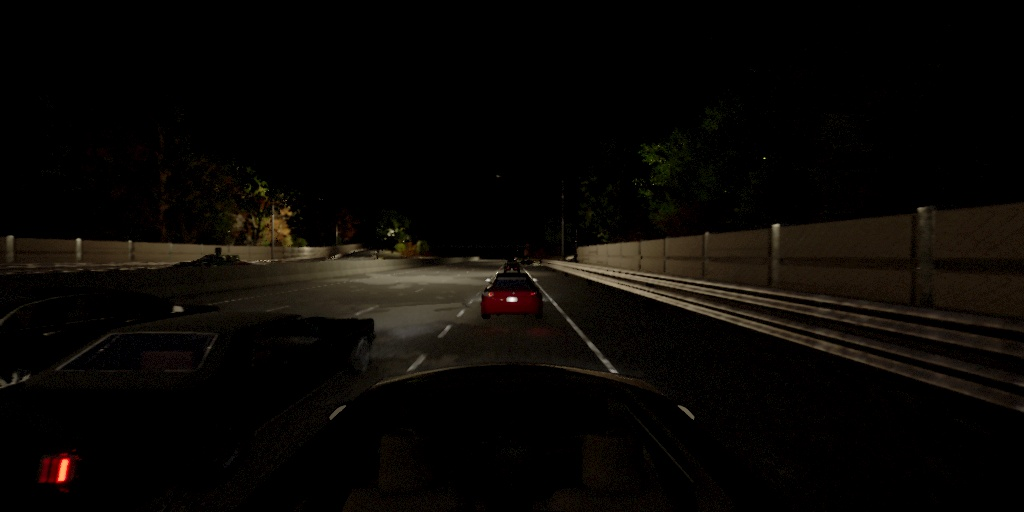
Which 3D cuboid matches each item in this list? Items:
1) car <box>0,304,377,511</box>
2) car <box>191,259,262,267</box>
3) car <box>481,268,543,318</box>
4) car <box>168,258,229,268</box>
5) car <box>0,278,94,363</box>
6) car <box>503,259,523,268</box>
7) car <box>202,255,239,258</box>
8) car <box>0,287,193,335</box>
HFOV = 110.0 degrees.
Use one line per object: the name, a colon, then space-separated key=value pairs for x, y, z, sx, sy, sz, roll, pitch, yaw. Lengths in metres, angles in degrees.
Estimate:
car: x=-3.398 y=1.342 z=4.495 sx=1.895 sy=1.301 sz=4.718 roll=0 pitch=0 yaw=0
car: x=-21.063 y=1.209 z=27.090 sx=1.812 sy=1.442 sz=4.674 roll=0 pitch=0 yaw=0
car: x=0.000 y=1.280 z=12.799 sx=1.994 sy=1.385 sz=4.181 roll=0 pitch=0 yaw=0
car: x=-24.566 y=1.185 z=27.430 sx=1.837 sy=1.490 sz=4.892 roll=0 pitch=1 yaw=0
car: x=-10.398 y=1.242 z=5.679 sx=1.837 sy=1.490 sz=4.892 roll=0 pitch=0 yaw=0
car: x=0.000 y=1.166 z=41.485 sx=1.837 sy=1.490 sz=4.892 roll=0 pitch=0 yaw=0
car: x=-31.571 y=0.886 z=38.185 sx=2.150 sy=2.045 sz=5.566 roll=0 pitch=0 yaw=0
car: x=-6.898 y=1.242 z=5.682 sx=1.837 sy=1.490 sz=4.892 roll=0 pitch=0 yaw=0
